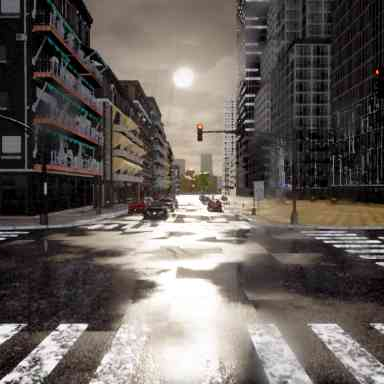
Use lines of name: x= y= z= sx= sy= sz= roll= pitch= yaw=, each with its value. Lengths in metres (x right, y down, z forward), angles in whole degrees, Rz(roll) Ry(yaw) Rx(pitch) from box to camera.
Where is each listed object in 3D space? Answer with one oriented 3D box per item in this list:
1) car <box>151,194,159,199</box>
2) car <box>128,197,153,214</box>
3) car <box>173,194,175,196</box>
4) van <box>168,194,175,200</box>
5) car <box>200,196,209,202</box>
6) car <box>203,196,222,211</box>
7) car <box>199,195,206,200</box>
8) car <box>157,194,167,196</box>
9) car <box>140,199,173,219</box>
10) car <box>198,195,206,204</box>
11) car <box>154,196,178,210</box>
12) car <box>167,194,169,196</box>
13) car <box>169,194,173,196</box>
car: x=-5.630 y=1.436 z=41.004 sx=1.967 sy=1.590 sz=4.097 roll=-1 pitch=0 yaw=0
car: x=-5.638 y=1.540 z=35.355 sx=1.887 sy=1.381 sz=4.507 roll=-1 pitch=0 yaw=0
car: x=-5.550 y=1.322 z=86.196 sx=2.192 sy=1.841 sz=5.009 roll=-1 pitch=0 yaw=0
van: x=-5.539 y=1.350 z=91.844 sx=1.690 sy=1.788 sz=3.998 roll=-1 pitch=0 yaw=0
car: x=2.781 y=1.548 z=74.940 sx=1.887 sy=1.381 sz=4.507 roll=-1 pitch=0 yaw=0
car: x=2.719 y=1.540 z=41.046 sx=1.887 sy=1.381 sz=4.507 roll=-1 pitch=0 yaw=0
car: x=2.811 y=1.534 z=92.058 sx=1.752 sy=1.417 sz=4.829 roll=-1 pitch=0 yaw=0
car: x=-5.611 y=1.312 z=52.303 sx=2.192 sy=1.841 sz=5.009 roll=-1 pitch=0 yaw=0
car: x=-3.048 y=1.560 z=29.129 sx=1.994 sy=1.385 sz=4.181 roll=0 pitch=0 yaw=0
car: x=2.760 y=1.551 z=63.642 sx=2.008 sy=1.369 sz=4.403 roll=-1 pitch=0 yaw=0
car: x=-3.025 y=1.500 z=39.039 sx=1.837 sy=1.490 sz=4.892 roll=0 pitch=0 yaw=0
car: x=-5.599 y=1.439 z=57.950 sx=1.967 sy=1.590 sz=4.097 roll=-1 pitch=0 yaw=0
car: x=-5.577 y=1.583 z=69.249 sx=1.802 sy=1.307 sz=4.206 roll=-1 pitch=0 yaw=0
